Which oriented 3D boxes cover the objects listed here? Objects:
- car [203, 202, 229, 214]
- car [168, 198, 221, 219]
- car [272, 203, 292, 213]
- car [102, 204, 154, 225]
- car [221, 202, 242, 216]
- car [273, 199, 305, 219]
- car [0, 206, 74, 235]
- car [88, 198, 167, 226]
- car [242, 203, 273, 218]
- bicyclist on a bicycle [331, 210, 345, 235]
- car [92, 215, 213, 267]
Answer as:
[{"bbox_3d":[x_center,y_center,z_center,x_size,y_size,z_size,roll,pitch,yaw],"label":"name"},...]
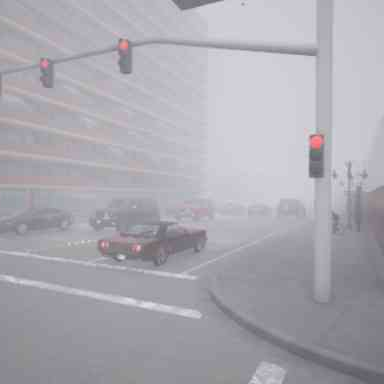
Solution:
[{"bbox_3d":[3.284,2.104,44.675,1.994,1.385,4.181,0,-1,27],"label":"car"},{"bbox_3d":[0.380,1.571,30.937,2.150,2.045,5.566,0,-1,26],"label":"car"},{"bbox_3d":[13.103,2.318,48.441,1.895,1.301,4.718,0,-1,27],"label":"car"},{"bbox_3d":[-5.166,1.762,27.585,1.812,1.442,4.674,0,-1,26],"label":"car"},{"bbox_3d":[4.950,2.019,40.168,1.837,1.490,4.892,0,-1,27],"label":"car"},{"bbox_3d":[10.601,1.761,35.389,2.150,2.045,5.566,0,-1,26],"label":"car"},{"bbox_3d":[-9.179,1.597,19.473,1.837,1.490,4.892,0,-1,26],"label":"car"},{"bbox_3d":[-4.181,1.408,21.694,2.150,2.045,5.566,0,-1,26],"label":"car"},{"bbox_3d":[7.633,2.010,37.290,2.128,1.511,4.902,0,-1,26],"label":"car"},{"bbox_3d":[7.720,1.619,18.734,1.656,1.620,0.582,0,-1,26],"label":"bicyclist on a bicycle"},{"bbox_3d":[-1.140,1.724,12.116,1.895,1.301,4.718,0,-1,27],"label":"car"}]
